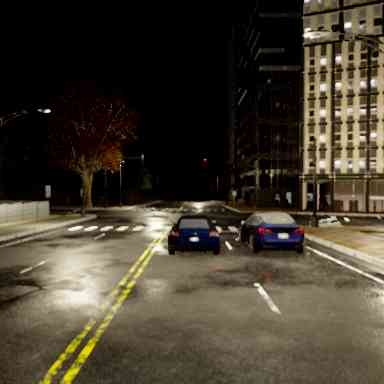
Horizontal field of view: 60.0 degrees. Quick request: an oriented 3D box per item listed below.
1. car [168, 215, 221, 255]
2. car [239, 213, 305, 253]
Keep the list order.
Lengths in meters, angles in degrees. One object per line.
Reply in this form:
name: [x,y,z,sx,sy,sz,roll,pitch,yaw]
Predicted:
car: [0.074,1.648,13.745,1.994,1.385,4.181,0,0,0]
car: [3.231,1.606,14.098,2.163,1.488,4.792,0,0,0]
